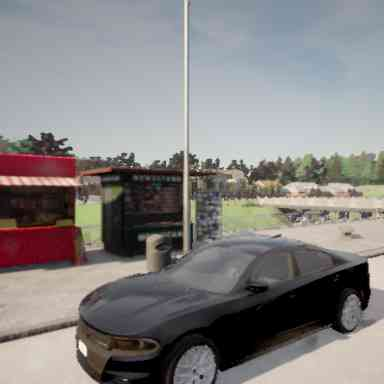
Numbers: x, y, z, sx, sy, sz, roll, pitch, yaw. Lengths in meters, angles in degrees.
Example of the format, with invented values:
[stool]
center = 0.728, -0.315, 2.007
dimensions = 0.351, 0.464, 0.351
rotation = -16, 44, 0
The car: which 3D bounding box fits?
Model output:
[car]
center = 0.810, 1.477, 5.184
dimensions = 5.008, 1.535, 1.882
rotation = 0, 0, -35
